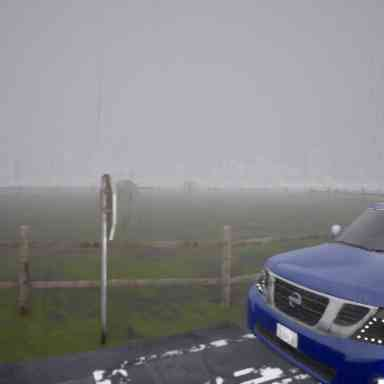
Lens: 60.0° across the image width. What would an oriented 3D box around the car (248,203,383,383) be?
[{"bbox_3d":[3.481,1.120,4.612,5.566,2.045,2.150,0,2,-25],"label":"car"}]
